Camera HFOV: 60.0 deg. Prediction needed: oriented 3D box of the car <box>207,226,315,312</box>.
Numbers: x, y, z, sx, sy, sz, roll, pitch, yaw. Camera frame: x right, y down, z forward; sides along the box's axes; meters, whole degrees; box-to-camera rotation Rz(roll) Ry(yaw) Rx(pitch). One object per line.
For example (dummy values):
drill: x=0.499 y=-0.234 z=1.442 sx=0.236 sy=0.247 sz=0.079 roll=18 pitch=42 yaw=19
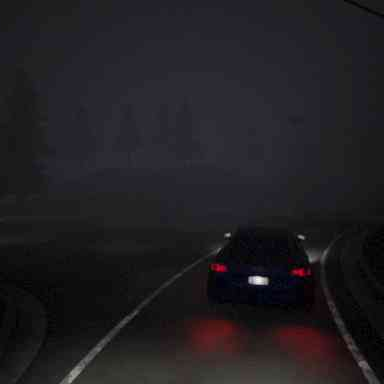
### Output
car: x=1.625 y=1.460 z=7.643 sx=1.994 sy=1.385 sz=4.181 roll=0 pitch=1 yaw=14
